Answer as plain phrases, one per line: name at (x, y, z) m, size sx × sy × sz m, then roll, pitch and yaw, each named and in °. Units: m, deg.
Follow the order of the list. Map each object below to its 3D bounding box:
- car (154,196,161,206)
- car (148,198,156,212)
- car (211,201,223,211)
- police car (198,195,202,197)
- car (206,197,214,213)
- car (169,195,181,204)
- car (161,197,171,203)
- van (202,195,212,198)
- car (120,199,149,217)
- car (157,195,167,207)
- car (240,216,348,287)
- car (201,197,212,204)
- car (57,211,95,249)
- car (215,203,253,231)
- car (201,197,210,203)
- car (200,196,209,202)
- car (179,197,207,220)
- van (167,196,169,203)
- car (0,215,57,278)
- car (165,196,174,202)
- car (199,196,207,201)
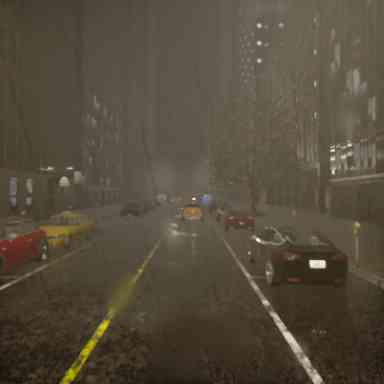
car at (-5.626, 1.639, 43.321) m, size 2.008 × 1.369 × 4.403 m, roll 1°, pitch 0°, yaw 0°
car at (-5.633, 1.625, 37.644) m, size 1.887 × 1.381 × 4.507 m, roll 1°, pitch 0°, yaw 0°
car at (2.732, 1.642, 26.261) m, size 1.802 × 1.307 × 4.206 m, roll 1°, pitch 0°, yaw 0°
police car at (0.072, 1.601, 52.643) m, size 2.038 × 1.542 × 4.974 m, roll 0°, pitch 0°, yaw 0°
car at (2.748, 1.625, 37.609) m, size 1.887 × 1.381 × 4.507 m, roll 1°, pitch 0°, yaw 0°
car at (-2.930, 1.462, 64.623) m, size 2.097 × 1.767 × 4.553 m, roll 0°, pitch 0°, yaw 0°
car at (-5.588, 1.679, 71.697) m, size 1.947 × 1.339 × 4.313 m, roll 1°, pitch 0°, yaw 0°
van at (2.780, 1.446, 60.309) m, size 1.690 × 1.788 × 3.998 m, roll 1°, pitch 0°, yaw 0°
car at (-5.641, 1.637, 31.969) m, size 1.947 × 1.339 × 4.313 m, roll 1°, pitch 0°, yaw 0°
car at (-5.609, 1.540, 54.671) m, size 1.967 × 1.590 × 4.097 m, roll 1°, pitch 0°, yaw 0°
car at (2.709, 1.589, 9.238) m, size 1.947 × 1.339 × 4.313 m, roll 1°, pitch 0°, yaw 0°
car at (2.785, 1.660, 65.983) m, size 2.008 × 1.369 × 4.403 m, roll 1°, pitch 0°, yaw 0°
car at (-5.664, 1.561, 14.773) m, size 1.752 × 1.417 × 4.829 m, roll 1°, pitch 0°, yaw 0°
car at (2.724, 1.593, 20.588) m, size 1.887 × 1.381 × 4.507 m, roll 1°, pitch 0°, yaw 0°
car at (2.793, 1.695, 71.658) m, size 1.802 × 1.307 × 4.206 m, roll 1°, pitch 0°, yaw 0°
car at (2.801, 1.682, 77.331) m, size 1.947 × 1.339 × 4.313 m, roll 1°, pitch 0°, yaw 0°
car at (0.087, 1.520, 28.682) m, size 1.801 × 1.575 × 5.366 m, roll 0°, pitch 0°, yaw 1°
van at (-5.600, 1.446, 60.347) m, size 1.690 × 1.788 × 3.998 m, roll 1°, pitch 0°, yaw 0°
car at (-5.670, 1.464, 9.267) m, size 1.967 × 1.590 × 4.097 m, roll 1°, pitch 0°, yaw 0°
car at (-5.572, 1.663, 83.047) m, size 1.887 × 1.381 × 4.507 m, roll 1°, pitch 0°, yaw 0°
car at (2.815, 1.670, 88.030) m, size 2.008 × 1.369 × 4.403 m, roll 1°, pitch 0°, yaw 0°
